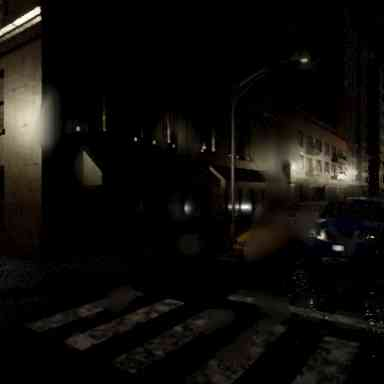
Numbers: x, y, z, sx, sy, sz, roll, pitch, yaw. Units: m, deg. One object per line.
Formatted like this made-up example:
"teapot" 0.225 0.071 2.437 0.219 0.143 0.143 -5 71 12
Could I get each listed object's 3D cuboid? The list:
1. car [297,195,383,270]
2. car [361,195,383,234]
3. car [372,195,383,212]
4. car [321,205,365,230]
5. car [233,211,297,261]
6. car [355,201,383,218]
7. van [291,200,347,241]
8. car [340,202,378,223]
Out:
"car" 5.736 1.230 11.601 2.150 2.045 5.566 0 0 36
"car" 11.842 1.230 19.971 2.150 2.045 5.566 0 0 36
"car" 23.368 1.315 40.151 2.192 1.841 5.009 0 0 36
"car" 10.012 1.599 21.825 1.802 1.307 4.206 0 0 36
"car" 3.233 1.541 12.523 1.752 1.417 4.829 0 0 36
"car" 16.690 1.576 30.988 1.947 1.339 4.313 0 0 36
"van" 6.671 1.358 17.243 1.690 1.788 3.998 0 0 36
"car" 13.351 1.565 26.407 2.008 1.369 4.403 0 0 36
